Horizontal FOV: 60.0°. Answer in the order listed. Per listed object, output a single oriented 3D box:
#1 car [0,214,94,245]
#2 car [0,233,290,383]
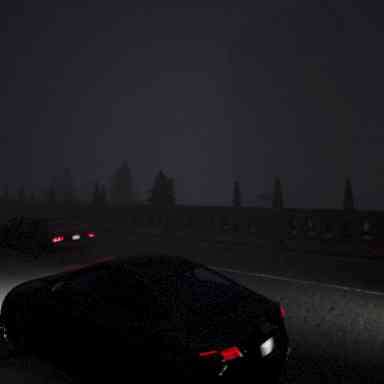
[{"bbox_3d":[-5.860,1.553,12.530,5.357,1.411,2.033,0,0,37],"label":"car"},{"bbox_3d":[-0.848,1.565,4.598,4.181,1.385,1.994,0,0,36],"label":"car"}]
